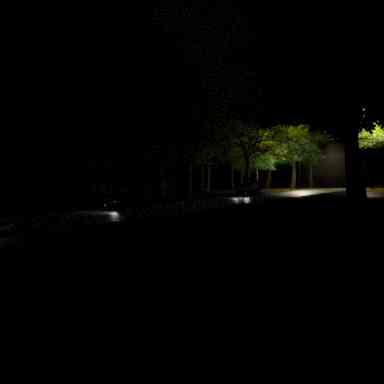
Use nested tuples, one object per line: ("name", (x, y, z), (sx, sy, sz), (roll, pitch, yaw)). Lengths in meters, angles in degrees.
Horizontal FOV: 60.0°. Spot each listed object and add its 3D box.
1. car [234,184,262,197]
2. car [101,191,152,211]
("car", (7.478, -0.301, 44.462), (2.097, 1.767, 4.553), (-1, 2, 38))
("car", (-5.366, 0.686, 27.784), (1.812, 1.442, 4.674), (-1, 2, 38))
